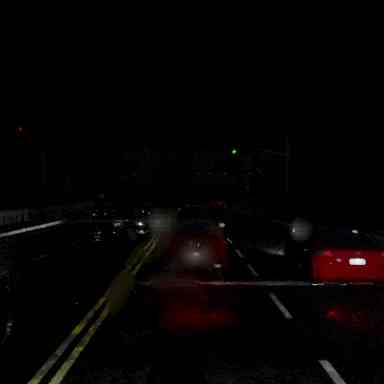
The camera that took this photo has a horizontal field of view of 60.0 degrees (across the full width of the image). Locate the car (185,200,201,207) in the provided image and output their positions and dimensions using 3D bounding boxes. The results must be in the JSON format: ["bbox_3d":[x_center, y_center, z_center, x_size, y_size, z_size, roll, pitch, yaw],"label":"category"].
[{"bbox_3d":[0.108,1.620,40.277,2.033,1.411,5.357,0,0,0],"label":"car"}]

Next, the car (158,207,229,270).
[{"bbox_3d":[0.097,1.497,11.077,1.882,1.535,5.008,0,0,0],"label":"car"}]

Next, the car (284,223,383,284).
[{"bbox_3d":[3.995,1.581,9.670,1.994,1.385,4.181,0,0,5],"label":"car"}]

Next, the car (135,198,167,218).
[{"bbox_3d":[-3.590,1.560,30.221,1.837,1.490,4.892,0,0,0],"label":"car"}]

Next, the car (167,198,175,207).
[{"bbox_3d":[-3.492,1.568,47.838,1.882,1.535,5.008,0,0,0],"label":"car"}]

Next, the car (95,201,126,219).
[{"bbox_3d":[-7.090,1.558,29.410,1.837,1.490,4.892,0,0,0],"label":"car"}]

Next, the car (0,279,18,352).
[{"bbox_3d":[-3.599,1.570,3.277,1.994,1.385,4.181,0,0,0],"label":"car"}]

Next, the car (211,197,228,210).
[{"bbox_3d":[3.635,1.432,44.712,2.097,1.767,4.553,0,0,1],"label":"car"}]
